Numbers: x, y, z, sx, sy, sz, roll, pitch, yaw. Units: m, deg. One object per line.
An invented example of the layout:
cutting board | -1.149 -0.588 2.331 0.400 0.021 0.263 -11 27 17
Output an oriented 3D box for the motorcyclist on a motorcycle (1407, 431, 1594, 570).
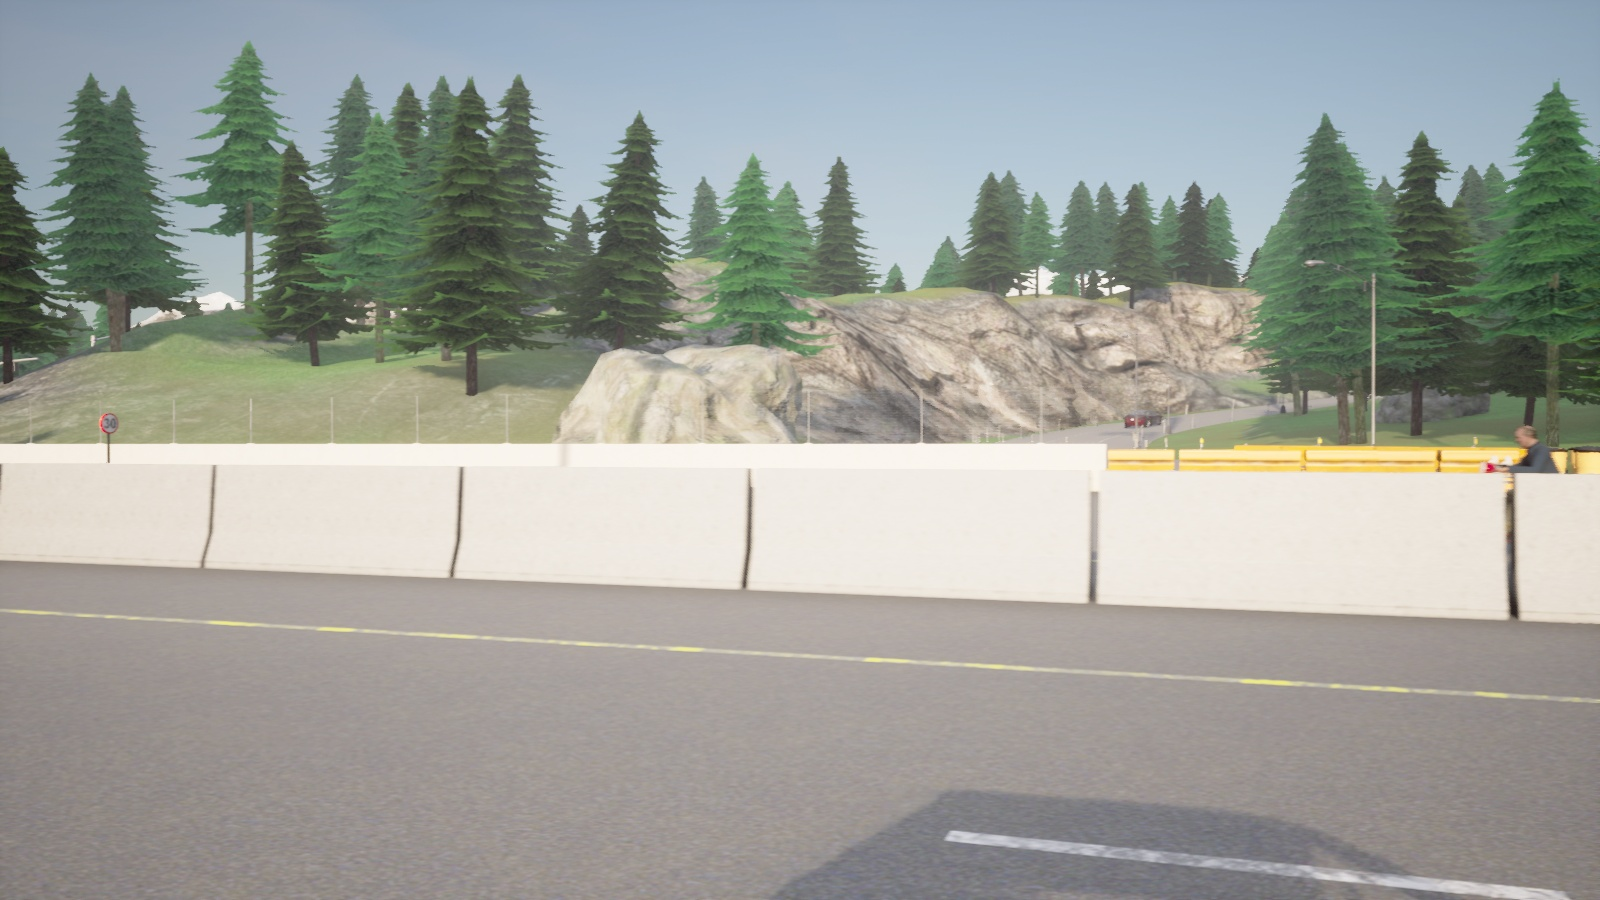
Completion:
motorcyclist on a motorcycle | 8.389 0.569 15.140 1.817 1.590 0.866 1 1 19
